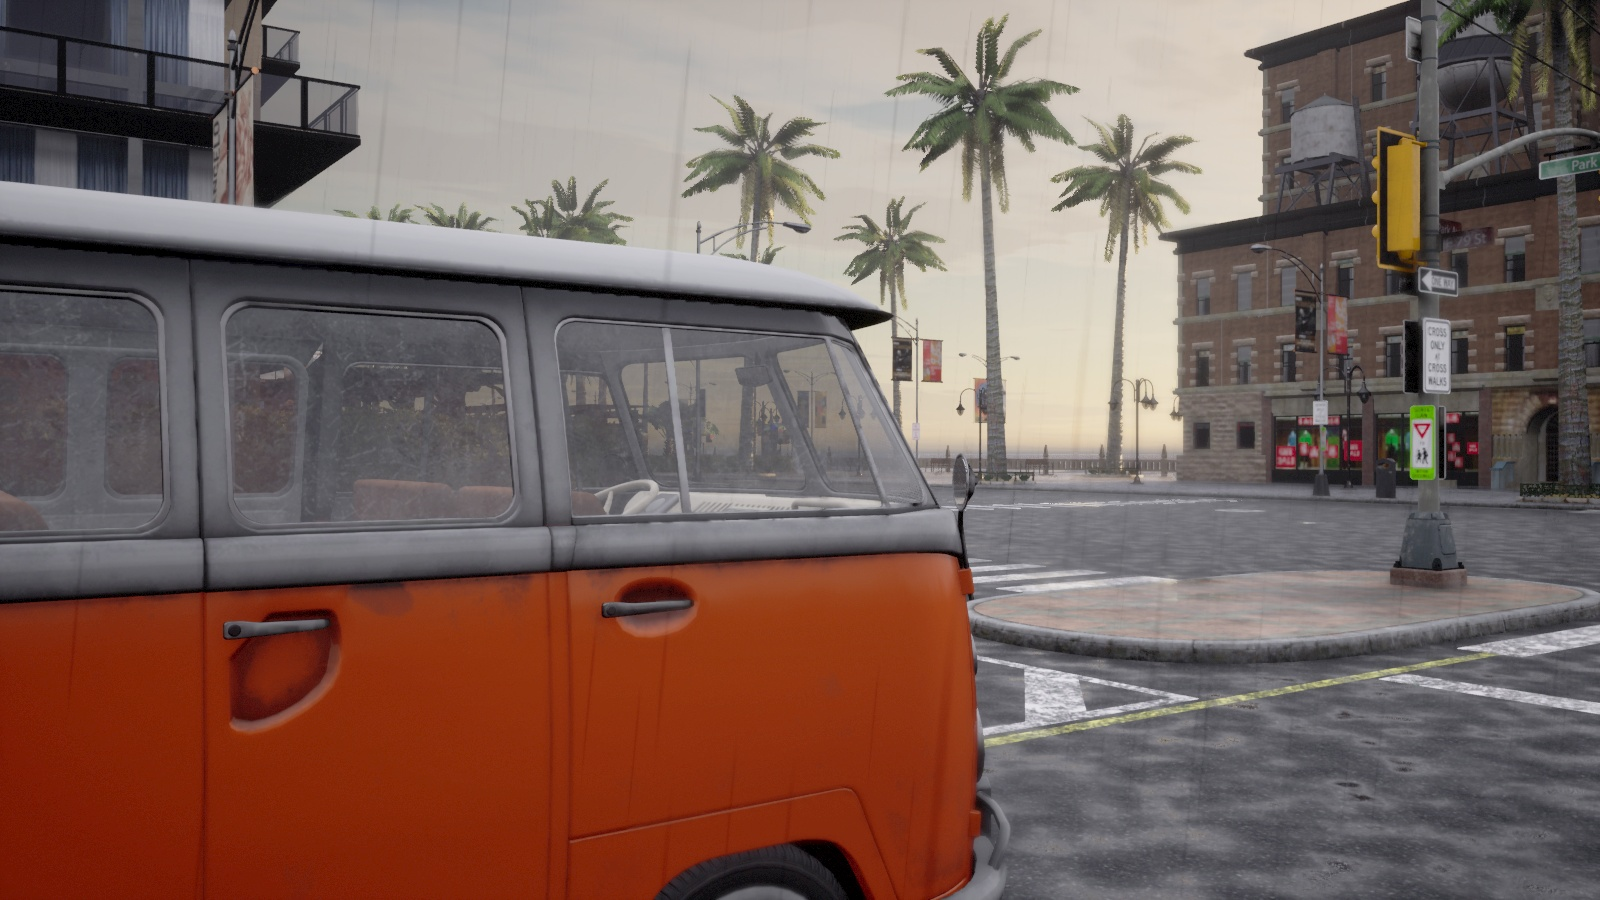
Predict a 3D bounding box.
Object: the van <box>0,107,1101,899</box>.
[{"bbox_3d":[-1.588,0.507,2.554,4.442,1.987,1.775,0,0,-35],"label":"van"}]
